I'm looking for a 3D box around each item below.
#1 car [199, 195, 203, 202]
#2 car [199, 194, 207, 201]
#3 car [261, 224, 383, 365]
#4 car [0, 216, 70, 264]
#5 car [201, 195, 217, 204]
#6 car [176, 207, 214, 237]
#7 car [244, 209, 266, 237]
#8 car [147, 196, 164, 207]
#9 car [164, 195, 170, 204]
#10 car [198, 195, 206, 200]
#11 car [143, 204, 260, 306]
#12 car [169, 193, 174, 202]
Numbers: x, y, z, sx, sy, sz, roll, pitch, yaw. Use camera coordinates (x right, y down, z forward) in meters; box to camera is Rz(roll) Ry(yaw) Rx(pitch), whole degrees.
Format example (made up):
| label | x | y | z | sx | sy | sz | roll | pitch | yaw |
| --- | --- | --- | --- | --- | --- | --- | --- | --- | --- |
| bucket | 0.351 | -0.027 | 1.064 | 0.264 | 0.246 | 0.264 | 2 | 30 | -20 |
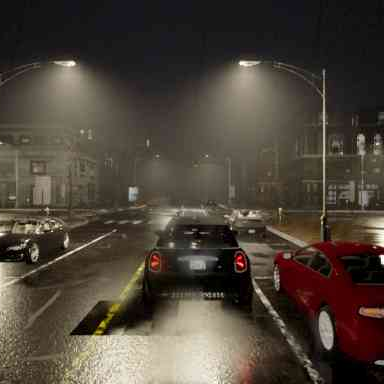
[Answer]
| label | x | y | z | sx | sy | sz | roll | pitch | yaw |
| --- | --- | --- | --- | --- | --- | --- | --- | --- | --- |
| car | 2.772 | 1.591 | 60.727 | 1.802 | 1.307 | 4.206 | 0 | 0 | 0 |
| car | 2.809 | 1.458 | 88.337 | 1.967 | 1.590 | 4.097 | 0 | 0 | 0 |
| car | 2.702 | 1.545 | 5.911 | 1.887 | 1.381 | 4.507 | 0 | 0 | 0 |
| car | -5.671 | 1.552 | 11.631 | 2.008 | 1.369 | 4.403 | 0 | 0 | 0 |
| car | 2.758 | 1.572 | 49.685 | 1.947 | 1.339 | 4.313 | 0 | 0 | 0 |
| car | 0.098 | 1.603 | 18.868 | 1.895 | 1.301 | 4.718 | 0 | 0 | -1 |
| car | 2.717 | 1.553 | 17.295 | 2.008 | 1.369 | 4.403 | 0 | 0 | 0 |
| car | -5.622 | 1.588 | 49.709 | 1.802 | 1.307 | 4.206 | 0 | 0 | 0 |
| car | -5.608 | 1.559 | 60.752 | 2.008 | 1.369 | 4.403 | 0 | 0 | 0 |
| car | 2.815 | 1.572 | 93.860 | 2.008 | 1.369 | 4.403 | 0 | 0 | 0 |
| car | 0.110 | 1.353 | 8.182 | 2.097 | 1.767 | 4.553 | 0 | 0 | 0 |
| car | -5.593 | 1.452 | 71.796 | 1.967 | 1.590 | 4.097 | 0 | 0 | 0 |
